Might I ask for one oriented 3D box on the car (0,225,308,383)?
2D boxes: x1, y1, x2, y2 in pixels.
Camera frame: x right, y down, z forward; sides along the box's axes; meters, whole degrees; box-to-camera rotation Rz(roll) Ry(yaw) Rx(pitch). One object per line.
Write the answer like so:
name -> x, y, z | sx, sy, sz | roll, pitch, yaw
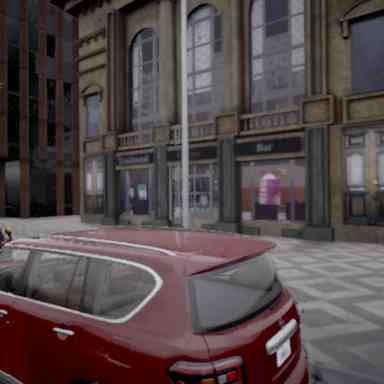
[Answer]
car -> -1.236, 1.347, 3.962 | 5.009, 1.841, 2.192 | -1, 0, 36
